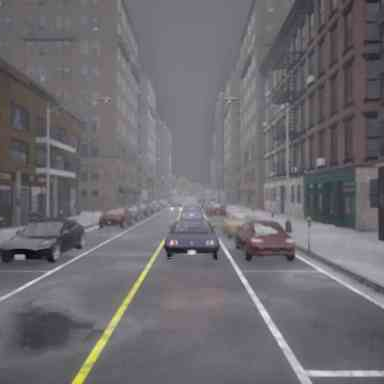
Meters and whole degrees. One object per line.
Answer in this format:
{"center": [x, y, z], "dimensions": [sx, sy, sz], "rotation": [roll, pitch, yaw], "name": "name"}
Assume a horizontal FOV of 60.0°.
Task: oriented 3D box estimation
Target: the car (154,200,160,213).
{"center": [-5.390, 1.978, 41.006], "dimensions": [1.947, 1.339, 4.313], "rotation": [0, -1, 0], "name": "car"}

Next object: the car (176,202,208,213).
{"center": [0.010, 1.826, 27.511], "dimensions": [2.033, 1.411, 5.357], "rotation": [0, -1, 0], "name": "car"}

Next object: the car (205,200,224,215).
{"center": [2.635, 1.901, 35.325], "dimensions": [1.887, 1.381, 4.507], "rotation": [0, -1, 0], "name": "car"}

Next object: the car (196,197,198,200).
{"center": [2.695, 2.164, 85.110], "dimensions": [2.192, 1.841, 5.009], "rotation": [0, -1, 0], "name": "car"}

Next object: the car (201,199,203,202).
{"center": [2.634, 2.014, 46.689], "dimensions": [1.887, 1.381, 4.507], "rotation": [0, -1, 0], "name": "car"}

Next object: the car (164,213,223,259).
{"center": [0.018, 1.736, 13.257], "dimensions": [1.895, 1.301, 4.718], "rotation": [0, -1, 0], "name": "car"}

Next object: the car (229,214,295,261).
{"center": [2.636, 1.710, 12.597], "dimensions": [1.802, 1.307, 4.206], "rotation": [0, -1, 0], "name": "car"}

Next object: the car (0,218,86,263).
{"center": [-5.389, 1.694, 12.596], "dimensions": [1.947, 1.339, 4.313], "rotation": [0, -1, 0], "name": "car"}

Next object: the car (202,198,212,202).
{"center": [2.635, 1.853, 41.008], "dimensions": [1.967, 1.590, 4.097], "rotation": [0, -1, 0], "name": "car"}

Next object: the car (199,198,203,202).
{"center": [2.634, 2.076, 52.371], "dimensions": [2.008, 1.369, 4.403], "rotation": [0, -1, 0], "name": "car"}

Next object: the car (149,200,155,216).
{"center": [-5.390, 1.901, 35.324], "dimensions": [1.887, 1.381, 4.507], "rotation": [0, -1, 0], "name": "car"}

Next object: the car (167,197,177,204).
{"center": [-5.424, 2.218, 90.612], "dimensions": [2.192, 1.841, 5.009], "rotation": [0, -1, 0], "name": "car"}

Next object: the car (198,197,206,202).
{"center": [2.634, 1.897, 58.055], "dimensions": [2.192, 1.841, 5.009], "rotation": [0, -1, 0], "name": "car"}

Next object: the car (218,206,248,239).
{"center": [2.636, 1.713, 18.449], "dimensions": [1.752, 1.417, 4.829], "rotation": [0, -1, 0], "name": "car"}

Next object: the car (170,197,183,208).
{"center": [-2.770, 2.114, 60.556], "dimensions": [1.837, 1.490, 4.892], "rotation": [0, -1, 0], "name": "car"}

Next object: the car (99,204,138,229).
{"center": [-5.389, 1.787, 23.960], "dimensions": [1.887, 1.381, 4.507], "rotation": [0, -1, 0], "name": "car"}

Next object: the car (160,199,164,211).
{"center": [-5.391, 1.909, 46.689], "dimensions": [1.967, 1.590, 4.097], "rotation": [0, -1, 0], "name": "car"}

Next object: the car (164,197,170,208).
{"center": [-5.391, 2.022, 58.053], "dimensions": [1.967, 1.590, 4.097], "rotation": [0, -1, 0], "name": "car"}

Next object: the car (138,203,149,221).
{"center": [-5.390, 1.850, 29.642], "dimensions": [2.008, 1.369, 4.403], "rotation": [0, -1, 0], "name": "car"}
